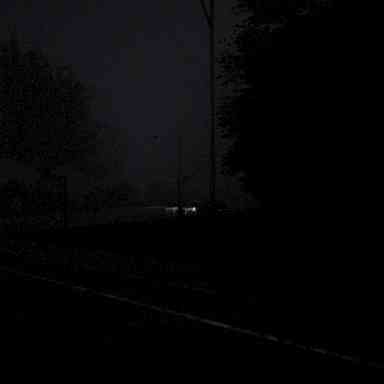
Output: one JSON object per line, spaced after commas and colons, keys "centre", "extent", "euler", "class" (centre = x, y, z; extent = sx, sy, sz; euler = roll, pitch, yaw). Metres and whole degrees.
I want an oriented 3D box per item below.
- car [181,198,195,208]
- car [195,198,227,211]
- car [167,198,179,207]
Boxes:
{"centre": [0.886, 1.636, 51.250], "extent": [1.812, 1.442, 4.674], "euler": [0, 0, 37], "class": "car"}
{"centre": [2.726, 1.661, 41.937], "extent": [1.994, 1.385, 4.181], "euler": [0, 0, 38], "class": "car"}
{"centre": [-1.979, 1.658, 53.263], "extent": [1.812, 1.442, 4.674], "euler": [0, 0, 37], "class": "car"}
